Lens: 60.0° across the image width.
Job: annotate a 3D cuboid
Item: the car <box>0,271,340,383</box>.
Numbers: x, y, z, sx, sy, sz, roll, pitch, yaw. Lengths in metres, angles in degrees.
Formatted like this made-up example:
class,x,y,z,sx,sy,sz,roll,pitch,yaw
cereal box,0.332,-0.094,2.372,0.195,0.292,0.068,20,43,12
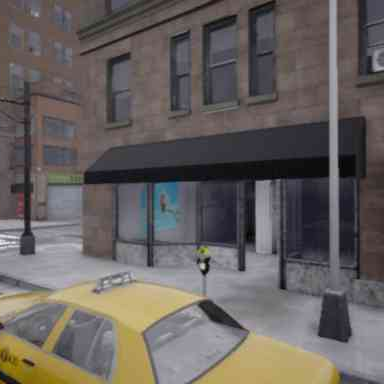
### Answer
class,x,y,z,sx,sy,sz,roll,pitch,yaw
car,-1.006,1.540,3.565,4.829,1.417,1.752,0,0,35
